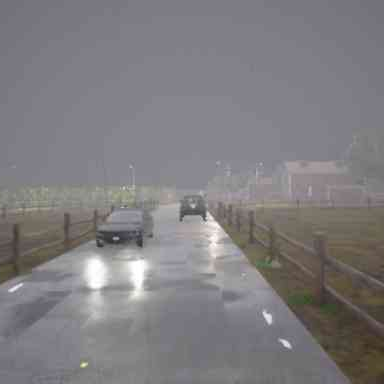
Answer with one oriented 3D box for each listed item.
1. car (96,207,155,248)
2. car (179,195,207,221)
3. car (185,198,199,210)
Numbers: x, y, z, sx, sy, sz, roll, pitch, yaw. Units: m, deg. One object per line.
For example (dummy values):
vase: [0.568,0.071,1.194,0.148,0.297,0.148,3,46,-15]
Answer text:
car: [-2.832,1.475,14.949,1.882,1.535,5.008,0,0,0]
car: [0.086,1.257,28.144,2.150,2.045,5.566,0,-1,0]
car: [-0.025,1.659,46.714,1.882,1.535,5.008,0,-1,-1]
